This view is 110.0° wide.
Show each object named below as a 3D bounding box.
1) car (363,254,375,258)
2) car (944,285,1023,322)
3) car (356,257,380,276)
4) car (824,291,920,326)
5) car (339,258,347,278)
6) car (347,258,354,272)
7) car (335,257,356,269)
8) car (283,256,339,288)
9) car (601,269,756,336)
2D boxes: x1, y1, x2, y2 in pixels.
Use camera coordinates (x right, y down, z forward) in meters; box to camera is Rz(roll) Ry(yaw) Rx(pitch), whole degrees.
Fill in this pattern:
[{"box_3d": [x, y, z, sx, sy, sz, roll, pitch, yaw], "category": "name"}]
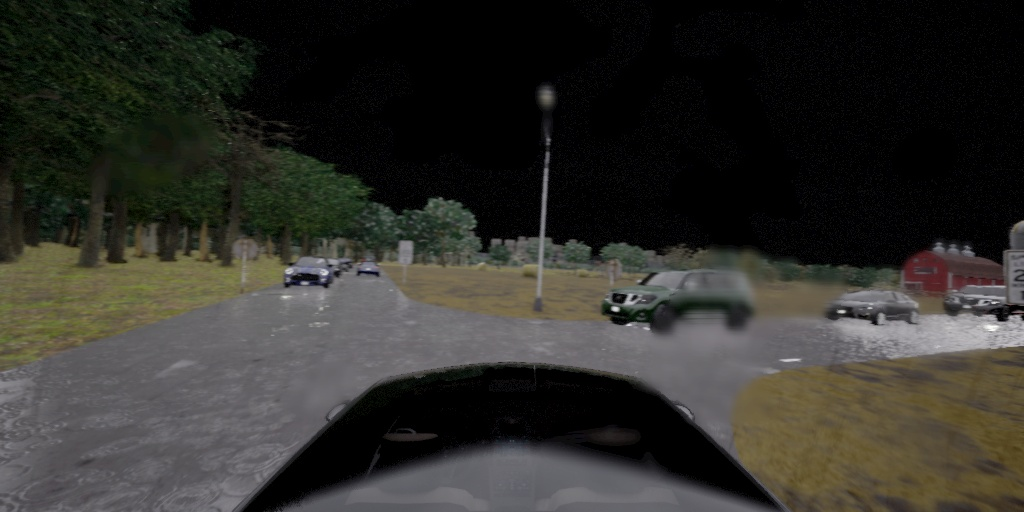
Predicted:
[{"box_3d": [-23.733, 0.784, 59.538, 2.150, 2.045, 5.566, 3, -1, -21], "category": "car"}, {"box_3d": [28.711, 2.767, 21.519, 5.566, 2.045, 2.150, 3, -2, -21], "category": "car"}, {"box_3d": [-13.439, 1.121, 33.612, 1.994, 1.385, 4.181, 3, -1, -21], "category": "car"}, {"box_3d": [16.915, 2.376, 16.822, 4.892, 1.490, 1.837, 4, -3, -22], "category": "car"}, {"box_3d": [-14.716, 0.890, 28.865, 1.882, 1.535, 5.008, 3, -1, -21], "category": "car"}, {"box_3d": [-18.354, 0.963, 38.113, 1.994, 1.385, 4.181, 3, -1, -21], "category": "car"}, {"box_3d": [-22.183, 0.939, 47.912, 2.033, 1.411, 5.357, 3, -1, -21], "category": "car"}, {"box_3d": [-11.278, 0.790, 20.215, 2.097, 1.767, 4.553, 3, -1, -22], "category": "car"}, {"box_3d": [5.761, 1.448, 12.266, 5.566, 2.045, 2.150, 3, -3, -23], "category": "car"}]
